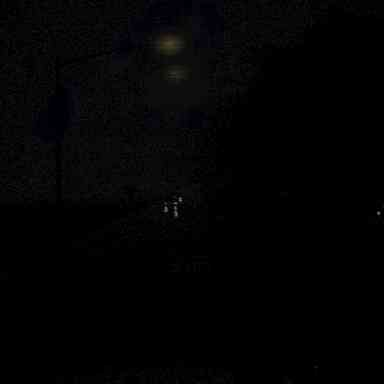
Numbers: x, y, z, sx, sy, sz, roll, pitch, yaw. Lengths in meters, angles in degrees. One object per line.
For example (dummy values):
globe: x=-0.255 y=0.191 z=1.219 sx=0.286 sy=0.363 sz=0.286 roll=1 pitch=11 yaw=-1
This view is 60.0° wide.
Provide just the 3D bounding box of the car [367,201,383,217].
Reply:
car: x=12.118 y=0.729 z=17.651 sx=4.718 sy=1.301 sz=1.895 roll=-3 pitch=1 yaw=1

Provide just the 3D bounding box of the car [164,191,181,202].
car: x=-3.077 y=0.664 z=50.069 sx=1.837 sy=1.490 sz=4.892 roll=0 pitch=1 yaw=0
